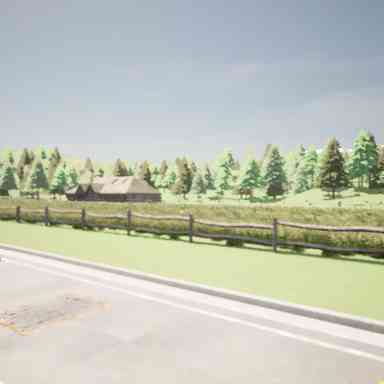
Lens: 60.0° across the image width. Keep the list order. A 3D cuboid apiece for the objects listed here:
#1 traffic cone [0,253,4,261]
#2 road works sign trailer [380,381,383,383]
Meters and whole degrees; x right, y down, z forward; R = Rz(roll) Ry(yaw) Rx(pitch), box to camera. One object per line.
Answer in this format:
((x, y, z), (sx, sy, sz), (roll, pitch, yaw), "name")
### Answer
((-6.580, 2.027, 11.251), (0.340, 0.580, 0.340), (0, -1, 37), "traffic cone")
((2.896, 0.508, 2.227), (2.880, 3.560, 2.380), (0, -1, 37), "road works sign trailer")
